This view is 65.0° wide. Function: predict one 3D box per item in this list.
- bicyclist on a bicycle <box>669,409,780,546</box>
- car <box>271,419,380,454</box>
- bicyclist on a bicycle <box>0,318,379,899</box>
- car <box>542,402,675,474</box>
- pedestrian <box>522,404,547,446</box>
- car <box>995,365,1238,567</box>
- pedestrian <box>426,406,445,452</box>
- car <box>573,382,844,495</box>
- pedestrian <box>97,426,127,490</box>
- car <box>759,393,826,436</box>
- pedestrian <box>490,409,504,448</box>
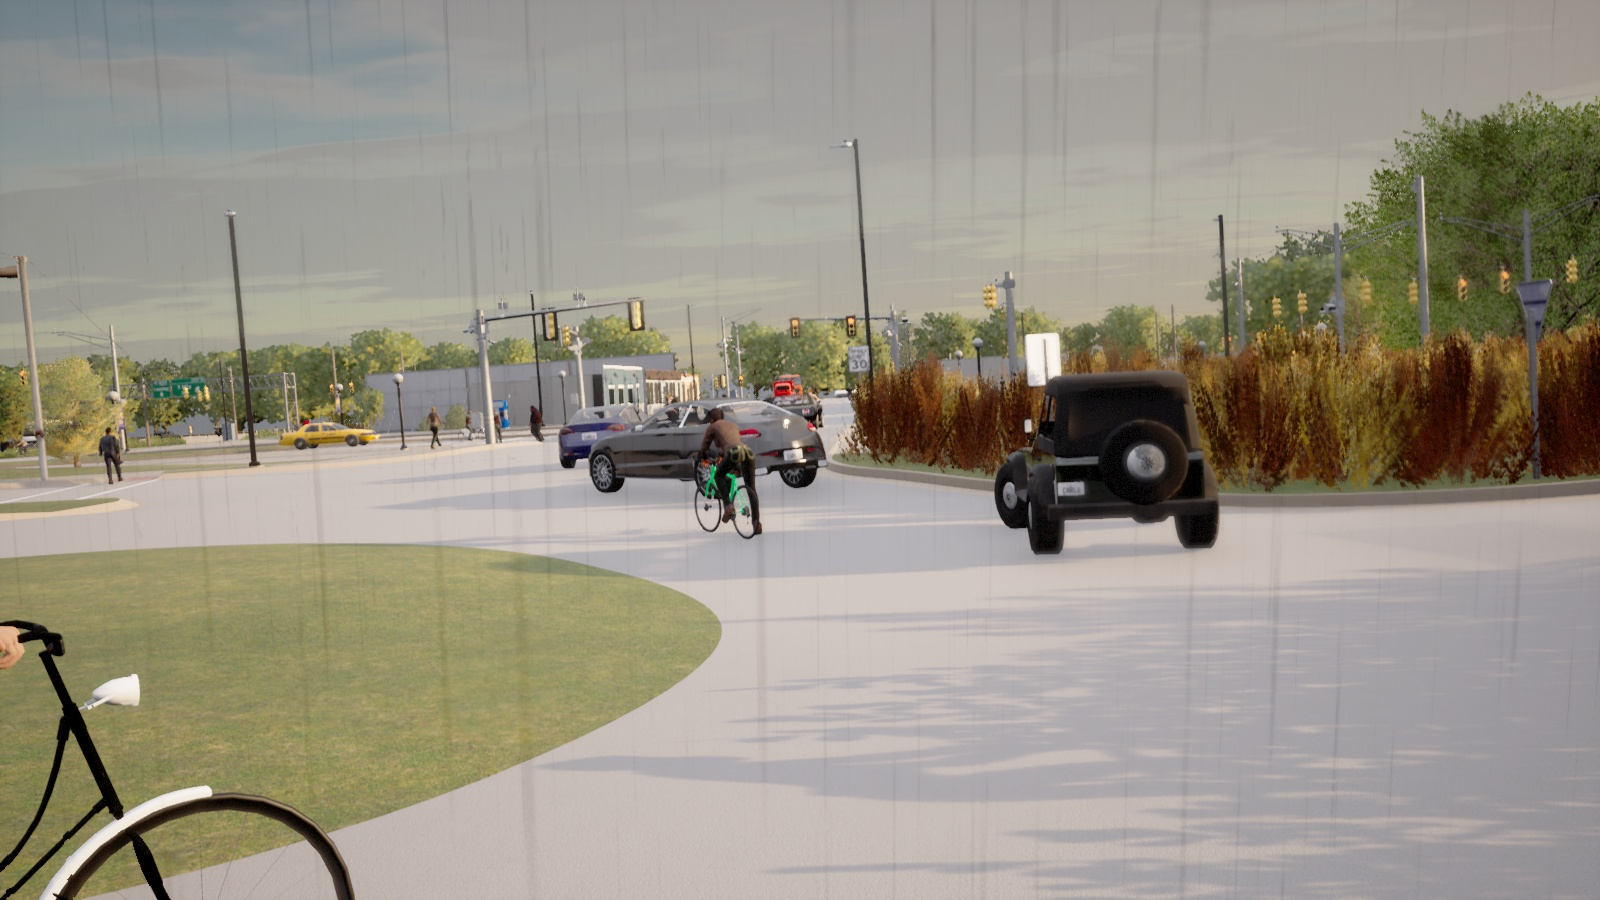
[{"bbox_3d":[-0.974,0.303,15.845,0.582,1.620,1.656,-5,4,-32],"label":"bicyclist on a bicycle"},{"bbox_3d":[-26.771,-0.767,70.943,5.366,1.575,1.801,-4,3,1],"label":"car"},{"bbox_3d":[-1.875,0.642,2.508,1.843,1.776,0.659,0,-1,-36],"label":"bicyclist on a bicycle"},{"bbox_3d":[-4.814,-0.380,32.404,2.163,1.488,4.792,-5,3,6],"label":"car"},{"bbox_3d":[-12.304,-1.173,58.207,0.899,1.844,0.634,-4,3,-2],"label":"pedestrian"},{"bbox_3d":[3.377,0.057,14.147,1.905,1.878,3.866,-3,3,4],"label":"car"},{"bbox_3d":[-15.076,-0.890,51.884,0.331,1.846,0.634,-3,4,13],"label":"pedestrian"},{"bbox_3d":[-1.760,-0.234,22.444,2.152,1.651,5.027,-7,5,-40],"label":"car"},{"bbox_3d":[-21.845,0.253,39.884,0.423,1.949,0.788,-5,4,-9],"label":"pedestrian"},{"bbox_3d":[-0.199,-1.310,44.819,1.895,1.301,4.718,-4,2,5],"label":"car"},{"bbox_3d":[-14.772,-1.058,61.247,0.376,1.854,0.720,-4,3,1],"label":"pedestrian"}]
